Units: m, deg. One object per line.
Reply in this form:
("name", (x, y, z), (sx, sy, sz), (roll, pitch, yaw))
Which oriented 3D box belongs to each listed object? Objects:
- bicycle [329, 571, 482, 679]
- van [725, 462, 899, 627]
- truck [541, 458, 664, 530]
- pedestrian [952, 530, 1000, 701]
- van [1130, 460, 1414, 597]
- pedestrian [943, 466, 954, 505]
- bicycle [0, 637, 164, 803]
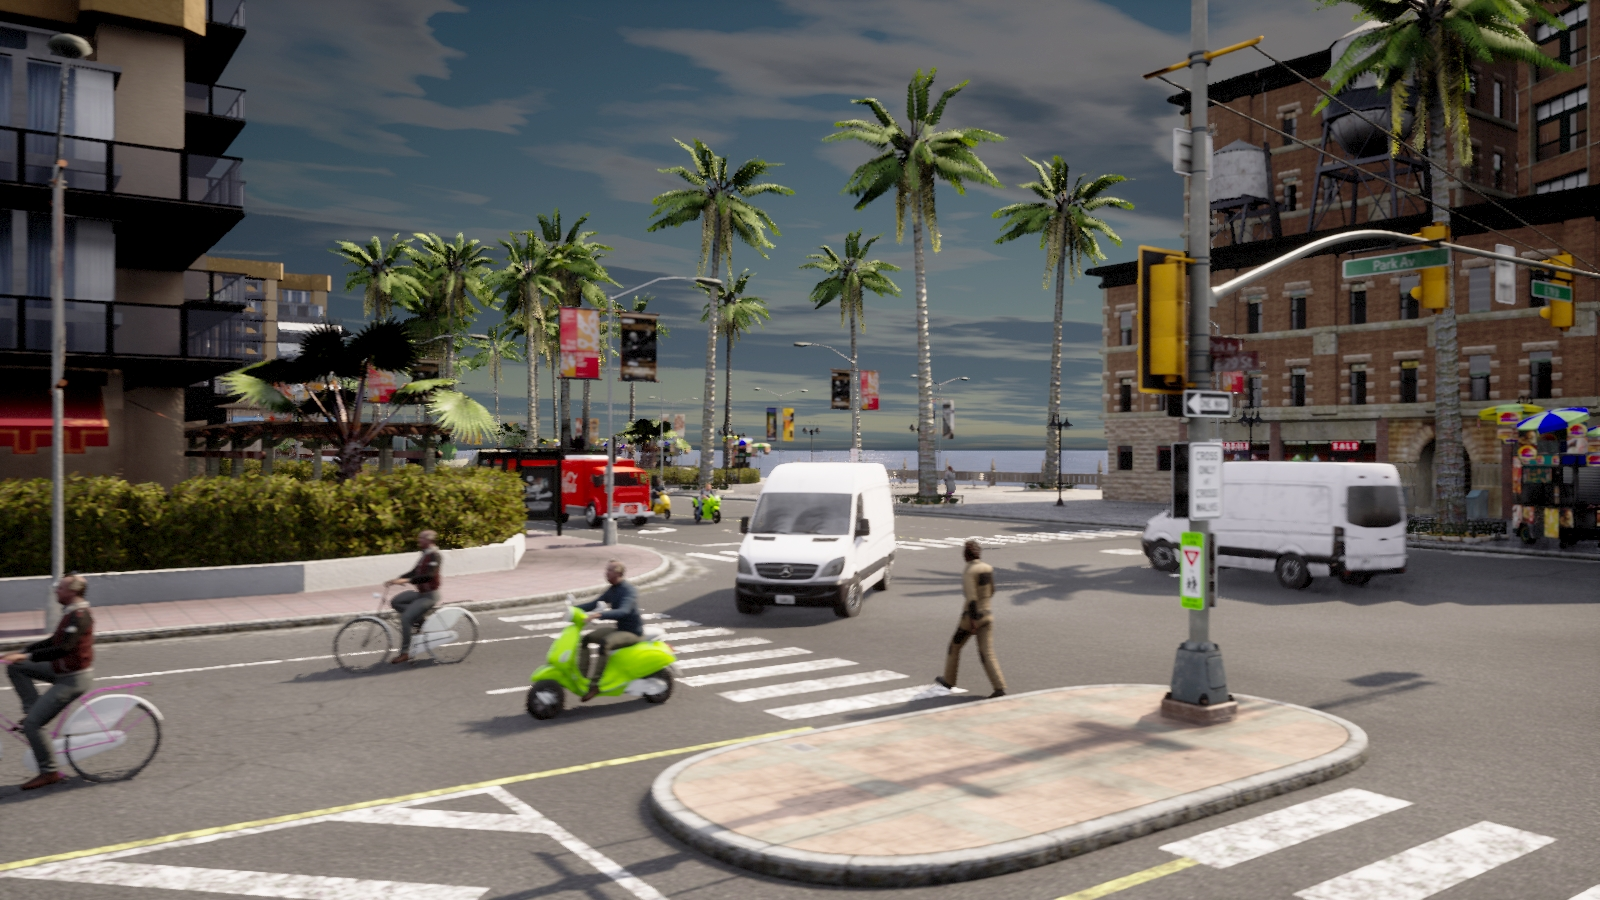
("bicycle", (-5.012, 2.209, 14.605), (1.835, 1.171, 0.329), (0, 0, -38))
("van", (0.423, 1.534, 21.237), (1.988, 2.561, 5.915), (0, 0, 13))
("truck", (-7.531, 1.562, 43.137), (2.627, 2.467, 5.204), (0, 0, -35))
("pedestrian", (1.991, 1.848, 12.914), (0.375, 1.860, 0.375), (0, 0, -36))
("van", (10.004, 1.534, 24.904), (1.988, 2.561, 5.915), (1, 0, -25))
("pedestrian", (7.158, 1.694, 55.056), (0.375, 1.860, 0.375), (0, 0, 43))
("bicycle", (-6.241, 2.208, 9.295), (1.835, 1.171, 0.329), (1, 0, -36))
